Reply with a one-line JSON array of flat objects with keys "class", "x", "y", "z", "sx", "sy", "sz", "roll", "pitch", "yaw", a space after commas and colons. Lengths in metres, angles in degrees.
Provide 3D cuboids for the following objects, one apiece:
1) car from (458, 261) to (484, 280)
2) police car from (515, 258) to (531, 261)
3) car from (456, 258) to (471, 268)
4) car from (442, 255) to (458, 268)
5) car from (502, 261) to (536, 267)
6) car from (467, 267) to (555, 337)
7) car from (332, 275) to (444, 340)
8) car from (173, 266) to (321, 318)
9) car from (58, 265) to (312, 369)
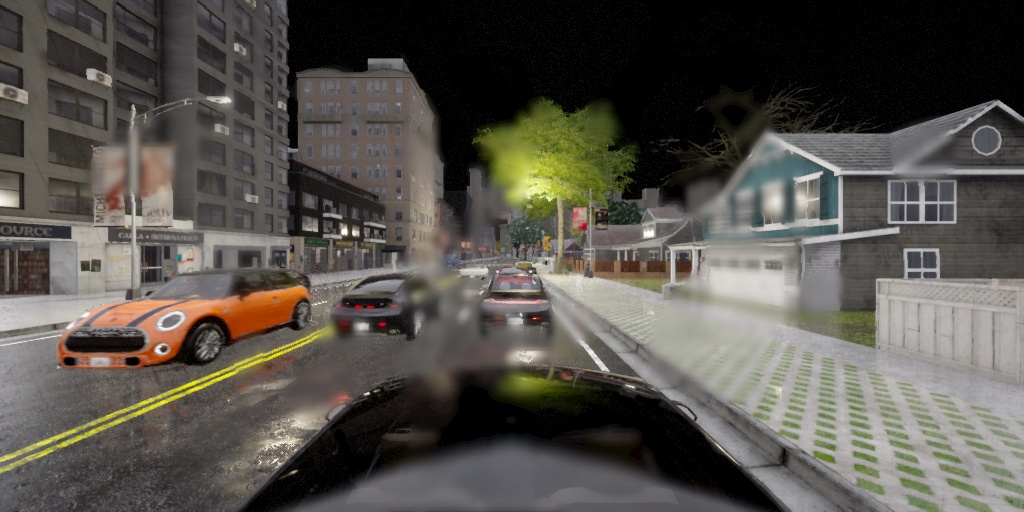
[{"class": "car", "x": -3.121, "y": 1.329, "z": 30.941, "sx": 1.895, "sy": 1.301, "sz": 4.718, "roll": 0, "pitch": 0, "yaw": 0}, {"class": "police car", "x": 1.003, "y": 1.155, "z": 29.563, "sx": 1.930, "sy": 1.638, "sz": 5.238, "roll": 0, "pitch": 0, "yaw": 0}, {"class": "car", "x": -6.549, "y": 1.300, "z": 52.888, "sx": 1.895, "sy": 1.301, "sz": 4.718, "roll": 0, "pitch": 0, "yaw": 0}, {"class": "car", "x": -9.788, "y": 0.913, "z": 57.657, "sx": 2.150, "sy": 2.045, "sz": 5.566, "roll": 0, "pitch": 0, "yaw": 0}, {"class": "car", "x": 0.119, "y": 1.219, "z": 19.834, "sx": 1.882, "sy": 1.535, "sz": 5.008, "roll": 0, "pitch": 0, "yaw": 0}, {"class": "car", "x": 0.111, "y": 1.239, "z": 10.330, "sx": 2.128, "sy": 1.511, "sz": 4.902, "roll": 0, "pitch": 0, "yaw": 0}, {"class": "car", "x": -3.141, "y": 1.252, "z": 9.974, "sx": 1.837, "sy": 1.490, "sz": 4.892, "roll": 0, "pitch": 0, "yaw": 0}, {"class": "car", "x": -9.837, "y": 1.237, "z": 13.988, "sx": 2.128, "sy": 1.511, "sz": 4.902, "roll": 0, "pitch": 0, "yaw": 0}, {"class": "car", "x": -6.593, "y": 1.100, "z": 7.984, "sx": 2.097, "sy": 1.767, "sz": 4.553, "roll": 0, "pitch": 0, "yaw": 0}]
